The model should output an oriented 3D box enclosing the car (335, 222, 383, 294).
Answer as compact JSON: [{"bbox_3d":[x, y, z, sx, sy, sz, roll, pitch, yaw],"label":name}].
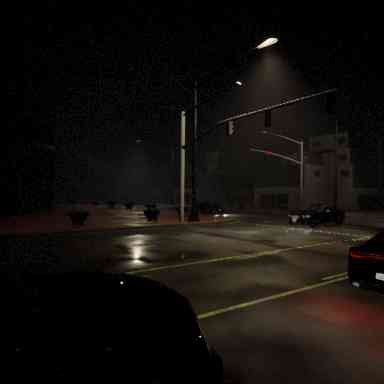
[{"bbox_3d":[5.700,1.497,7.843,5.008,1.535,1.882,0,0,-35],"label":"car"}]

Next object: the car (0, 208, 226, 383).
[{"bbox_3d":[-2.382,1.222,2.045,5.566,2.045,2.150,0,0,-36],"label":"car"}]

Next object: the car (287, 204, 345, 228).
[{"bbox_3d":[8.656,1.586,23.051,4.902,1.511,2.128,1,0,-35],"label":"car"}]

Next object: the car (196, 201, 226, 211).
[{"bbox_3d":[1.756,1.656,36.088,1.994,1.385,4.181,1,-1,-35],"label":"car"}]
